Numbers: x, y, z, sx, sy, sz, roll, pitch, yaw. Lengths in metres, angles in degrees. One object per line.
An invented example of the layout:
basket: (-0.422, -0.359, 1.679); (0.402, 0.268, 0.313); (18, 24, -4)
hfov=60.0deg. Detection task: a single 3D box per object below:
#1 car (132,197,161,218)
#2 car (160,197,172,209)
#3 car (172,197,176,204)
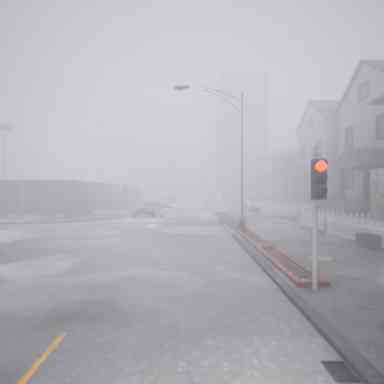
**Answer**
car: (-4.086, 1.482, 29.565); (1.812, 1.442, 4.674); (0, 0, 0)
car: (-4.069, 1.458, 45.414); (1.812, 1.442, 4.674); (0, 0, 0)
car: (-3.972, 1.521, 62.968); (1.895, 1.301, 4.718); (0, 0, 0)
